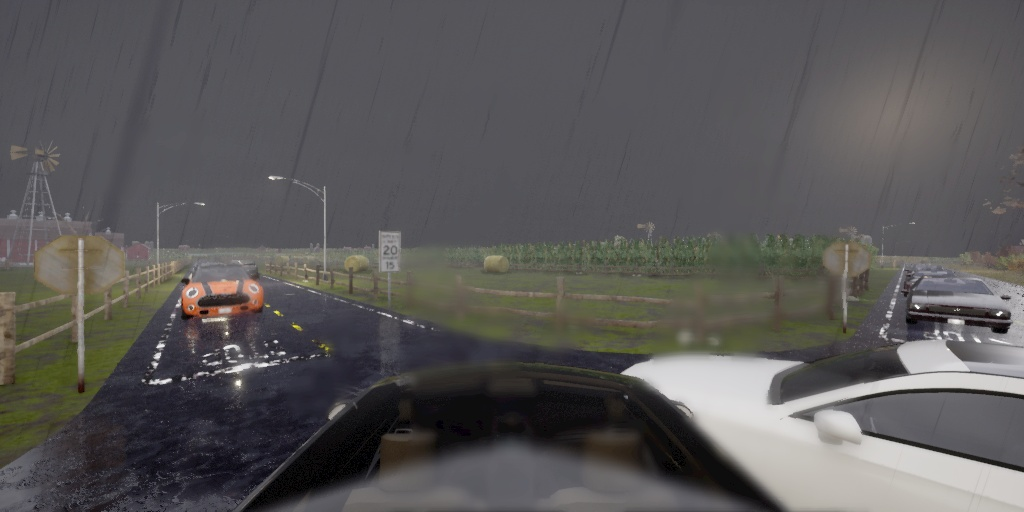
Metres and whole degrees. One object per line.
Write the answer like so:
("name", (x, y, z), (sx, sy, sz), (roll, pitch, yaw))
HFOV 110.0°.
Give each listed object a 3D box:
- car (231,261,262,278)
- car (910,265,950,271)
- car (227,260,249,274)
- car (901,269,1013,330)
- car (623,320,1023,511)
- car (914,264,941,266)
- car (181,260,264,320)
("car", (-26.597, 1.257, 35.848), (2.128, 1.511, 4.902), (0, 0, -41))
("car", (21.039, 1.363, 17.892), (4.181, 1.385, 1.994), (0, 1, -43))
("car", (-33.237, 1.273, 43.379), (1.837, 1.490, 4.892), (0, 0, -41))
("car", (13.635, 1.334, 11.180), (5.357, 1.411, 2.033), (0, 1, -42))
("car", (2.859, 1.293, 2.226), (1.812, 1.442, 4.674), (0, 1, -43))
("car", (28.675, 1.307, 24.803), (4.902, 1.511, 2.128), (0, 1, -42))
("car", (-10.513, 1.133, 13.003), (2.097, 1.767, 4.553), (0, 0, -41))
